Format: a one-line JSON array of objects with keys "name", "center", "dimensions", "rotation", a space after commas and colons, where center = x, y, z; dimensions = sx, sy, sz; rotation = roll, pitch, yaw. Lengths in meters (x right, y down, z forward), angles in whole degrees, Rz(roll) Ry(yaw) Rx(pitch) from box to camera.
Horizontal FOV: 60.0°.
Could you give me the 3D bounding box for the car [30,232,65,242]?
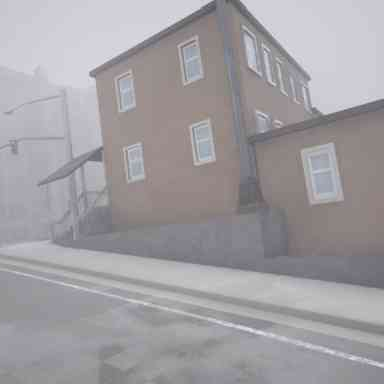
[{"name": "car", "center": [-11.708, 4.278, 29.081], "dimensions": [1.837, 1.490, 4.892], "rotation": [-12, -11, 35]}]
